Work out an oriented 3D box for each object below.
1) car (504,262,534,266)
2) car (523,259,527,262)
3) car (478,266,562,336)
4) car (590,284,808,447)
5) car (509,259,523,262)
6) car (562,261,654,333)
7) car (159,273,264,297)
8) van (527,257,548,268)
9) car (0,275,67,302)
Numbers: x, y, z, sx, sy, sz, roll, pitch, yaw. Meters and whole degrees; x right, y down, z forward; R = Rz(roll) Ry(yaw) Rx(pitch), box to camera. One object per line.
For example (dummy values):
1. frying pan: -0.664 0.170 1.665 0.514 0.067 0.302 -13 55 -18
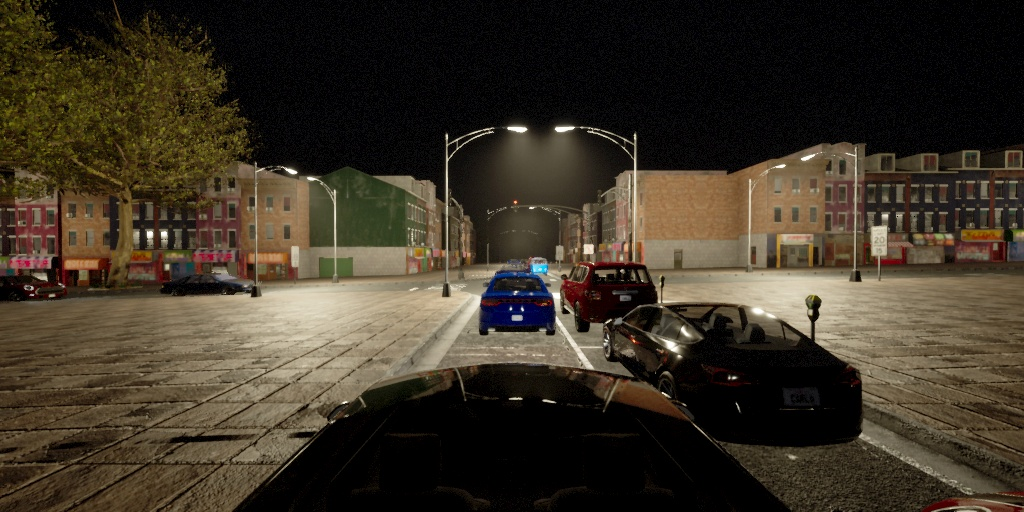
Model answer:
1. car: 0.184 1.356 29.029 1.895 1.301 4.718 0 0 14
2. car: 2.791 1.085 42.502 2.192 1.841 5.009 0 0 0
3. car: 0.147 1.227 10.460 1.882 1.535 5.008 0 0 1
4. car: 2.647 1.315 5.333 1.948 1.339 4.313 0 0 0
5. car: 0.296 1.263 52.422 1.882 1.535 5.008 0 0 0
6. car: 2.668 1.064 10.736 2.192 1.841 5.009 0 0 0
7. car: -18.809 1.803 22.544 5.357 1.411 2.033 -2 1 0
8. van: 2.770 1.105 37.096 1.690 1.789 3.998 0 0 0
9. car: -31.239 1.997 22.593 4.553 1.767 2.097 -2 1 0
